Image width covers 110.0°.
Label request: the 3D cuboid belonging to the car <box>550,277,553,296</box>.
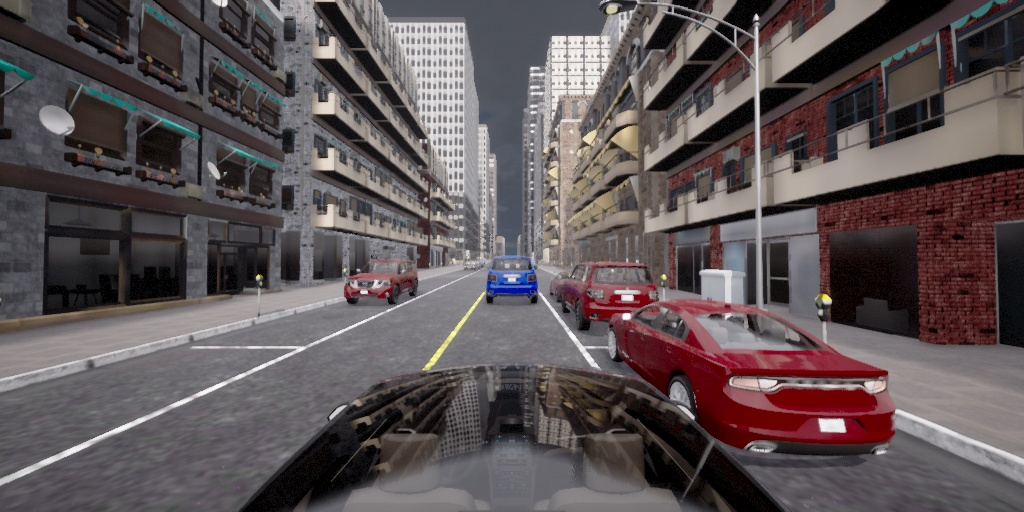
[{"bbox_3d":[2.692,1.334,16.335,1.802,1.307,4.207,0,0,0],"label":"car"}]

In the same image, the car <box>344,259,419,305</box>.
[{"bbox_3d":[-5.691,1.066,16.283,2.192,1.841,5.009,0,0,0],"label":"car"}]

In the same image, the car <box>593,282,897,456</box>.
[{"bbox_3d":[2.691,1.293,5.254,1.888,1.381,4.507,0,0,0],"label":"car"}]

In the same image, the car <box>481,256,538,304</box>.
[{"bbox_3d":[0.000,1.010,16.535,2.150,2.045,5.566,0,0,0],"label":"car"}]

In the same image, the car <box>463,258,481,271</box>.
[{"bbox_3d":[-5.657,1.308,49.524,2.007,1.370,4.403,0,0,0],"label":"car"}]

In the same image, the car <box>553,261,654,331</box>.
[{"bbox_3d":[2.692,1.065,10.795,2.192,1.841,5.009,0,0,0],"label":"car"}]
